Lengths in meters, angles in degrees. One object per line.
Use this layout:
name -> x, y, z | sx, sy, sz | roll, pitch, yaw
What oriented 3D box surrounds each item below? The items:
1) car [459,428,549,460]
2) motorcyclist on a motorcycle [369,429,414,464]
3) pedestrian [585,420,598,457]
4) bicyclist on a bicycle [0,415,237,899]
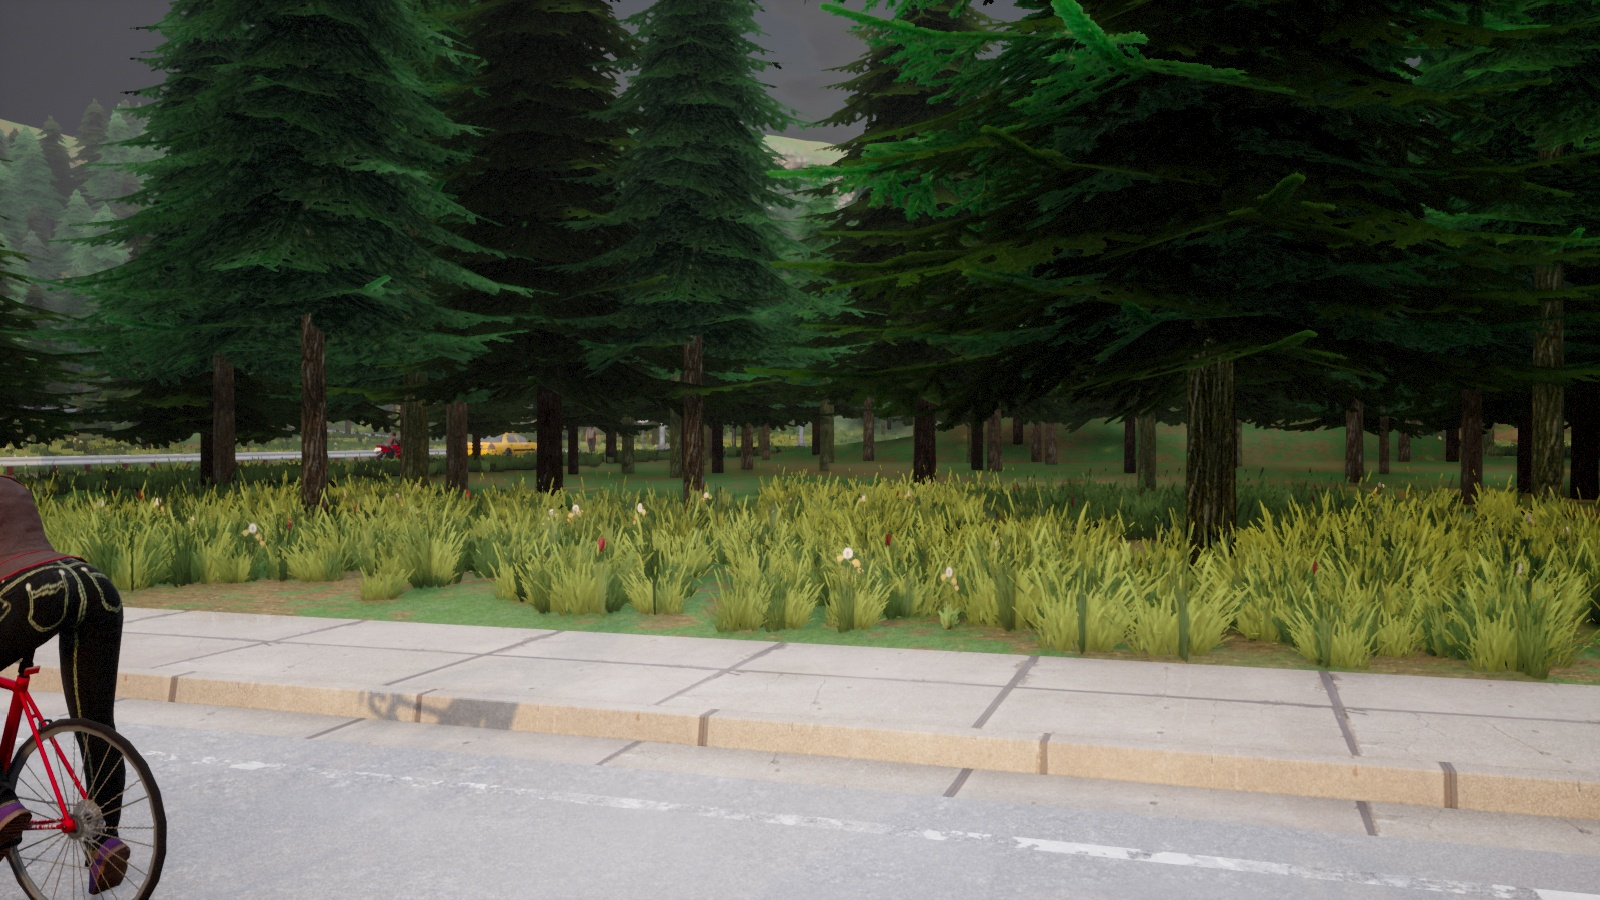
car -> -14.844, -0.330, 63.286 | 1.801, 1.575, 5.366 | 1, 1, 20
motorcyclist on a motorcycle -> -17.838, -0.164, 54.924 | 0.797, 1.523, 2.044 | 1, 1, 19
pedestrian -> -10.544, -0.595, 63.518 | 0.540, 1.848, 0.694 | 0, 1, 4
bicyclist on a bicycle -> -2.730, 0.703, 4.110 | 1.656, 1.620, 0.582 | 0, 1, 19
